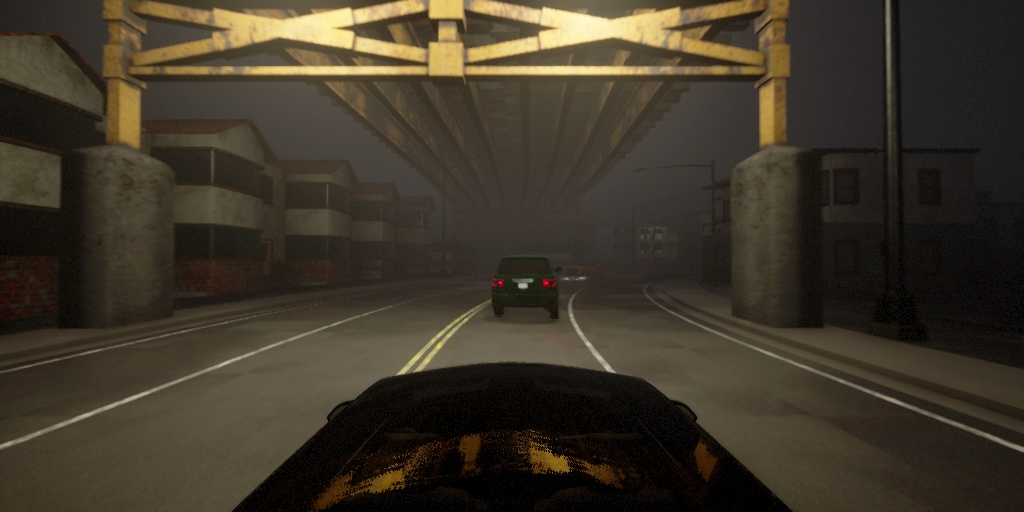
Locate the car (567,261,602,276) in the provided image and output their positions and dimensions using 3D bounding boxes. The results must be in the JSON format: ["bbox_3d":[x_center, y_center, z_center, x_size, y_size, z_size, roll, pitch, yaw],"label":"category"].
[{"bbox_3d":[7.683,1.312,37.936,1.882,1.535,5.008,-1,-1,41],"label":"car"}]

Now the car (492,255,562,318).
[{"bbox_3d":[0.666,0.986,13.380,2.150,2.045,5.566,0,0,7],"label":"car"}]
